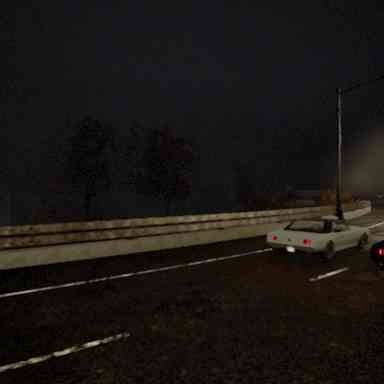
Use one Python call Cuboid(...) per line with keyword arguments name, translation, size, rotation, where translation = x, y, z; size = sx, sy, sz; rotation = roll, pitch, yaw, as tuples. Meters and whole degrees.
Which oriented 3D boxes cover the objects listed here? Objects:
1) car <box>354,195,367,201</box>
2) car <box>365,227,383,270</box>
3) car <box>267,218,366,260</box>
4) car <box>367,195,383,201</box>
Cuboid(name="car", translation=(39.828, 1.477, 80.728), size=(1.882, 1.535, 5.008), rotation=(0, 0, 4))
Cuboid(name="car", translation=(7.134, 1.613, 9.826), size=(4.718, 1.301, 1.895), rotation=(0, 0, -42))
Cuboid(name="car", translation=(4.953, 1.627, 12.574), size=(4.718, 1.301, 1.895), rotation=(0, 0, -42))
Cuboid(name="car", translation=(43.310, 1.465, 80.368), size=(1.882, 1.535, 5.008), rotation=(0, 0, 4))
